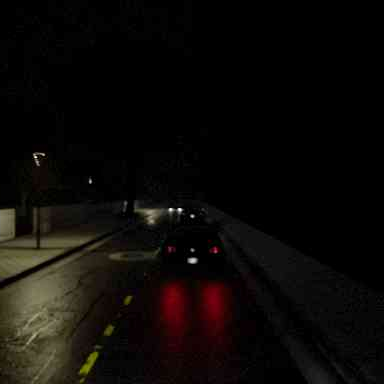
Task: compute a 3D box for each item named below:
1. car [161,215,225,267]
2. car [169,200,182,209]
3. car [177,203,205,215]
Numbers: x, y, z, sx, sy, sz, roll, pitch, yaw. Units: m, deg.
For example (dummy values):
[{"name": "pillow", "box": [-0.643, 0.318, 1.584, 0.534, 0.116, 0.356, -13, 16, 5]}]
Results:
[{"name": "car", "box": [0.042, 1.715, 11.814, 1.895, 1.301, 4.718, 0, -1, 1]}, {"name": "car", "box": [-2.808, 2.090, 56.860, 1.837, 1.490, 4.892, 0, -1, 0]}, {"name": "car", "box": [0.048, 1.840, 27.486, 1.994, 1.385, 4.181, 0, 0, 1]}]
